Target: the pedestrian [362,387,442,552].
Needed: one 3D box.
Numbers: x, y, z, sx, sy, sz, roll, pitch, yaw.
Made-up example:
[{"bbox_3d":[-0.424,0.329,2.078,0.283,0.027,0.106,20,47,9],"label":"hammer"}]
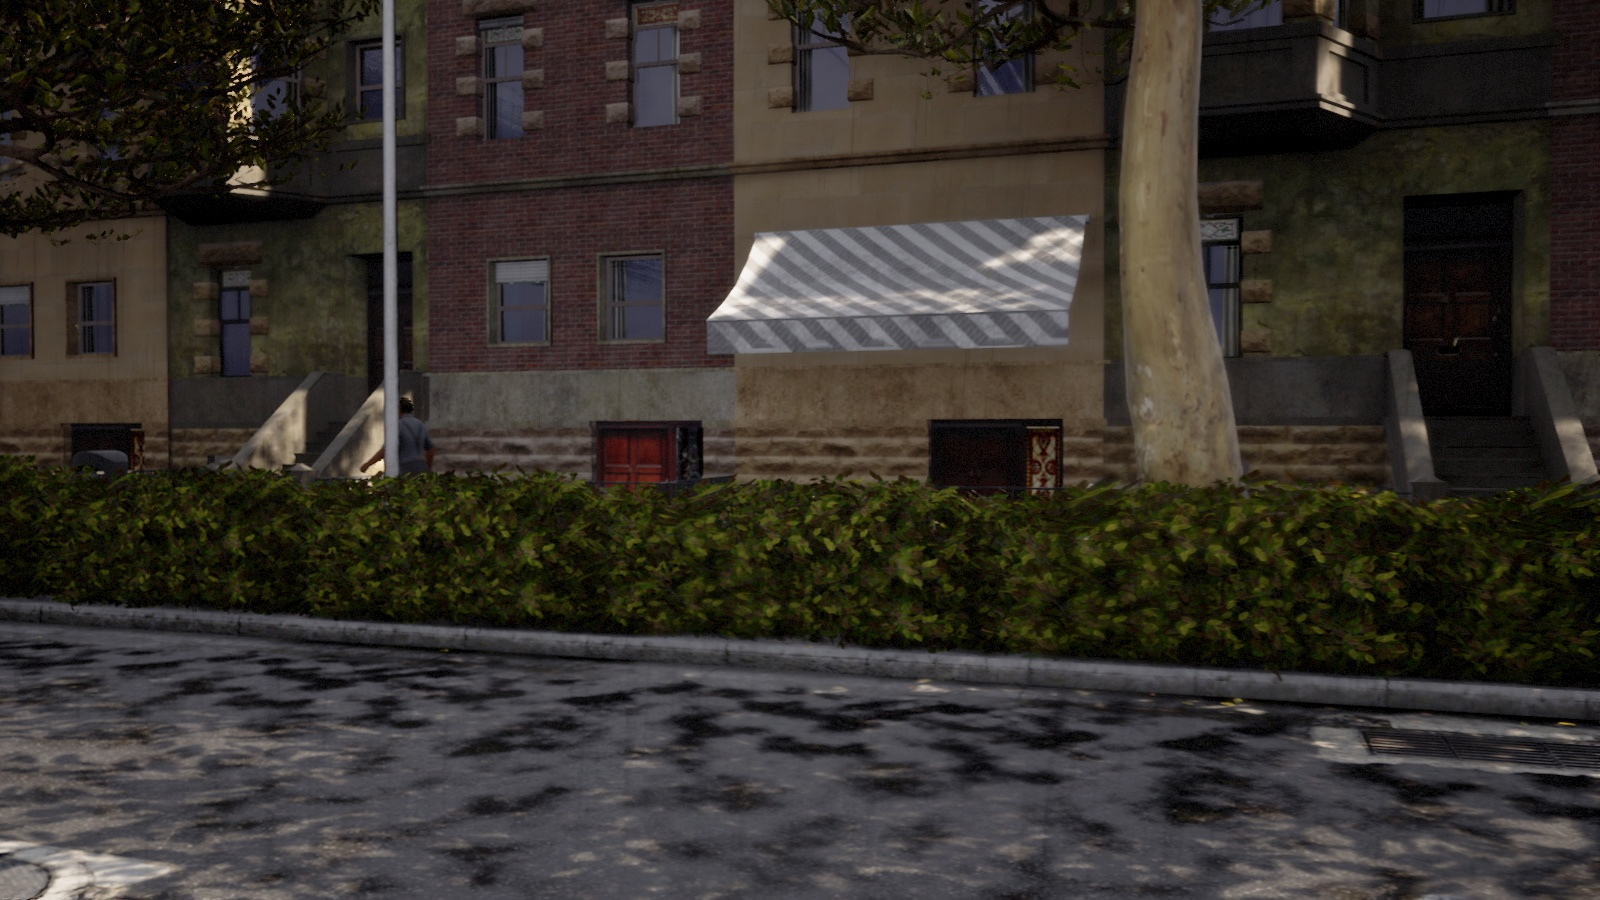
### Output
[{"bbox_3d":[-4.552,0.213,14.364,0.694,1.848,0.540,1,1,13],"label":"pedestrian"}]
